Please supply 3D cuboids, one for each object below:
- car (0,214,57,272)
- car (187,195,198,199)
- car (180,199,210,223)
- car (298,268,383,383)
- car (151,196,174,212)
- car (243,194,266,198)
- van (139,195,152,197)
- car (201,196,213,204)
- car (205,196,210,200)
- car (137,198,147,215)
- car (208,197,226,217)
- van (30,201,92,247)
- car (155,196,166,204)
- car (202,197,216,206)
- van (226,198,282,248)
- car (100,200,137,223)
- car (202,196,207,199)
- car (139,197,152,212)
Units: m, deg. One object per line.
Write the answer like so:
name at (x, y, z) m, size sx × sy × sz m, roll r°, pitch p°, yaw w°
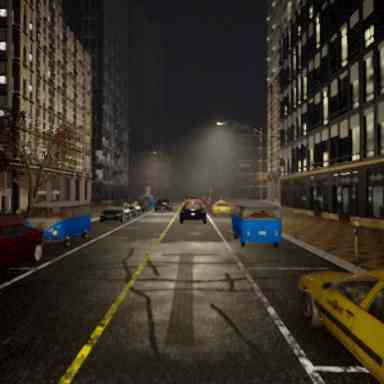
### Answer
car at (-5.692, 1.535, 9.232) m, size 1.887 × 1.381 × 4.507 m, roll 1°, pitch 0°, yaw 0°
car at (0.062, 1.281, 41.964) m, size 2.097 × 1.767 × 4.553 m, roll 0°, pitch 0°, yaw 0°
car at (0.076, 1.526, 25.563) m, size 1.994 × 1.385 × 4.181 m, roll 0°, pitch 0°, yaw 0°
car at (2.694, 1.521, 4.084) m, size 1.752 × 1.417 × 4.829 m, roll 1°, pitch 0°, yaw 0°
car at (-3.130, 1.446, 37.036) m, size 1.837 × 1.490 × 4.892 m, roll 0°, pitch 0°, yaw 0°
car at (15.041, 1.242, 77.879) m, size 4.507 × 1.381 × 1.887 m, roll 0°, pitch 0°, yaw 0°
van at (-5.720, 1.271, 41.110) m, size 1.690 × 1.788 × 3.998 m, roll 1°, pitch 0°, yaw 0°
car at (2.750, 1.426, 62.367) m, size 2.008 × 1.369 × 4.403 m, roll 1°, pitch 0°, yaw 0°
car at (2.664, 1.486, 35.801) m, size 1.887 × 1.381 × 4.507 m, roll 1°, pitch 0°, yaw 0°
car at (-5.711, 1.503, 30.483) m, size 2.008 × 1.369 × 4.403 m, roll 1°, pitch 0°, yaw 0°
car at (2.669, 1.478, 30.656) m, size 1.752 × 1.417 × 4.829 m, roll 1°, pitch 0°, yaw 0°
van at (-5.695, 1.324, 14.544) m, size 1.690 × 1.788 × 3.998 m, roll 1°, pitch 0°, yaw 0°
car at (-5.853, 1.458, 62.359) m, size 1.802 × 1.307 × 4.206 m, roll 1°, pitch 0°, yaw 0°
car at (2.649, 1.450, 51.742) m, size 1.887 × 1.381 × 4.507 m, roll 1°, pitch 0°, yaw 0°
van at (2.686, 1.323, 14.544) m, size 1.690 × 1.788 × 3.998 m, roll 1°, pitch 0°, yaw 0°
car at (-5.707, 1.514, 25.170) m, size 2.008 × 1.369 × 4.403 m, roll 1°, pitch 0°, yaw 0°
car at (2.660, 1.370, 41.114) m, size 1.967 × 1.590 × 4.097 m, roll 1°, pitch 0°, yaw 0°
car at (-5.717, 1.524, 35.796) m, size 1.802 × 1.307 × 4.206 m, roll 1°, pitch 0°, yaw 0°
